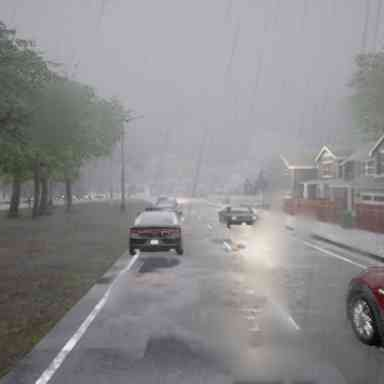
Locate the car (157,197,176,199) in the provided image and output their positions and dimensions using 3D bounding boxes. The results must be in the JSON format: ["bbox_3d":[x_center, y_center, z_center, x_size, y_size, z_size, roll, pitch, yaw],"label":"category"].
[{"bbox_3d":[-2.250,1.464,29.240,1.812,1.442,4.674,0,0,-5],"label":"car"}]

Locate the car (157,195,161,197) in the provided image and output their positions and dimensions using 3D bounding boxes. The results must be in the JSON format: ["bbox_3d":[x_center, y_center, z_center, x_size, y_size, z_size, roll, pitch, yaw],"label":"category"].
[{"bbox_3d":[-5.848,1.259,65.731,1.882,1.535,5.008,0,0,-10],"label":"car"}]

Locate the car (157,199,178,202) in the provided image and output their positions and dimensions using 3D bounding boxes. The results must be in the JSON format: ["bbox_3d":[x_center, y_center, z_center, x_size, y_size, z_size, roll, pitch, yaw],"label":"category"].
[{"bbox_3d":[-1.816,1.464,23.244,1.837,1.490,4.892,0,0,-4],"label":"car"}]

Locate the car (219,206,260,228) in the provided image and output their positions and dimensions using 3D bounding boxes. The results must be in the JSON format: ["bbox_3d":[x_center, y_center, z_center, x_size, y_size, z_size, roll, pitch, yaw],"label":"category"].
[{"bbox_3d":[2.900,1.561,21.648,1.895,1.301,4.718,0,0,-3],"label":"car"}]

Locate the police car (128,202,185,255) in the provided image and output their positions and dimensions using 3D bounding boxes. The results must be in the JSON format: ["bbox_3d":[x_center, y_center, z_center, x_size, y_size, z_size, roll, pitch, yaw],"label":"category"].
[{"bbox_3d":[-1.311,1.410,13.348,1.930,1.638,5.238,0,0,-2],"label":"police car"}]

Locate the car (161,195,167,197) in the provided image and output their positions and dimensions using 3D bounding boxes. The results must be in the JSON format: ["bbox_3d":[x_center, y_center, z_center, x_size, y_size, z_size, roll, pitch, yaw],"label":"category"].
[{"bbox_3d":[-3.100,1.465,47.667,1.895,1.301,4.718,0,0,-7],"label":"car"}]

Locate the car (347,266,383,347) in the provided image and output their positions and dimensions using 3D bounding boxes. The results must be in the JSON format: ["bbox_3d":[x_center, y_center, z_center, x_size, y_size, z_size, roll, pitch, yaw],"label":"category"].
[{"bbox_3d":[3.533,1.350,3.485,2.097,1.767,4.553,0,0,0],"label":"car"}]
